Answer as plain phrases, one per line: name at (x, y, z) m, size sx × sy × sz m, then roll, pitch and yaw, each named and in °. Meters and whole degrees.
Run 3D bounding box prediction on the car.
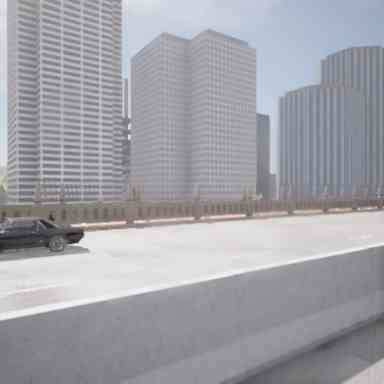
car at (-6.559, 1.598, 12.211) m, size 4.718 × 1.301 × 1.895 m, roll 0°, pitch 0°, yaw -35°
